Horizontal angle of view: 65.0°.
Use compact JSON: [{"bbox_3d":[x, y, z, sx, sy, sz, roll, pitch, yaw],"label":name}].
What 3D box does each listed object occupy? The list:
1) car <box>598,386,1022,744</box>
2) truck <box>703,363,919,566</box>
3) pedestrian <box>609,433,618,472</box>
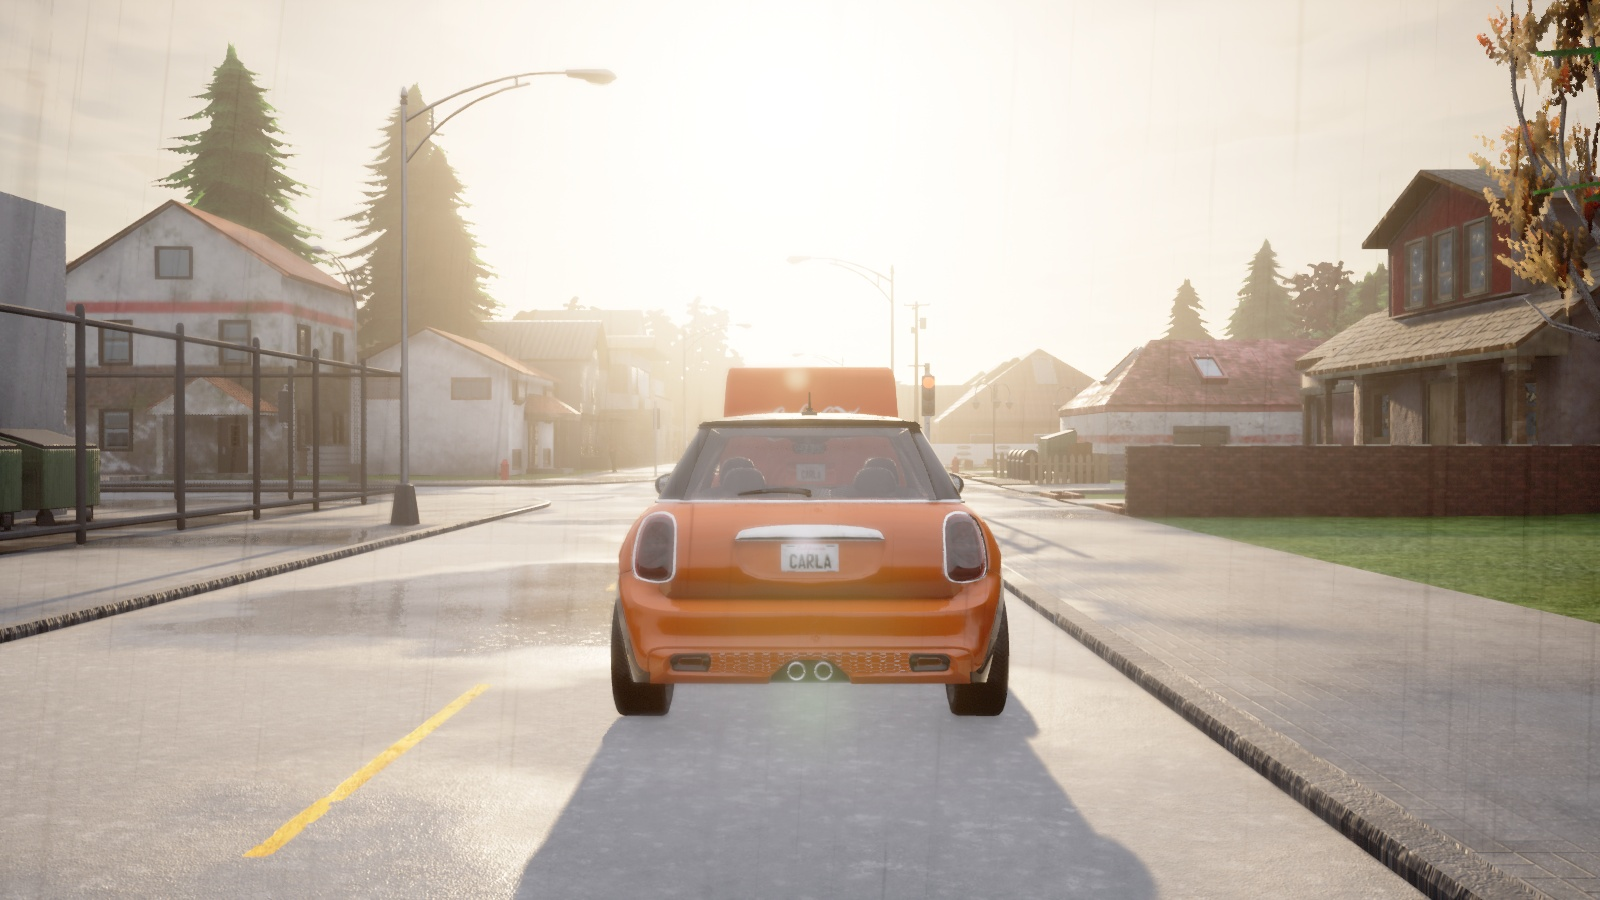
[{"bbox_3d":[0.062,0.557,8.482,2.097,1.767,4.553,0,0,0],"label":"car"},{"bbox_3d":[0.125,0.159,17.875,2.627,2.467,5.204,0,0,0],"label":"truck"},{"bbox_3d":[-8.844,0.113,59.453,0.331,1.846,0.634,0,0,0],"label":"pedestrian"}]
